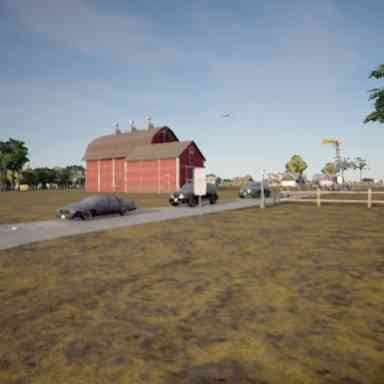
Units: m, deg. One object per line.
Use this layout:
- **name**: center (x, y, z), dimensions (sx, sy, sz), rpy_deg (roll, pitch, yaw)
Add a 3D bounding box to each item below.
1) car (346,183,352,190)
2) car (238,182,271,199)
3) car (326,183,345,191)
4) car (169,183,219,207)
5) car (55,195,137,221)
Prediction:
- **car**: center (32.577, -1.214, 70.621), dimensions (1.837, 1.490, 4.892), rpy_deg (0, 2, 35)
- **car**: center (7.682, -0.240, 40.533), dimensions (2.150, 2.045, 5.566), rpy_deg (0, 2, 36)
- **car**: center (26.543, -0.860, 61.981), dimensions (2.033, 1.411, 5.357), rpy_deg (0, 2, 35)
- **car**: center (0.273, 0.217, 30.146), dimensions (2.150, 2.045, 5.566), rpy_deg (0, 2, 36)
- **car**: center (-5.942, 0.940, 21.423), dimensions (2.033, 1.411, 5.357), rpy_deg (0, 2, 35)
